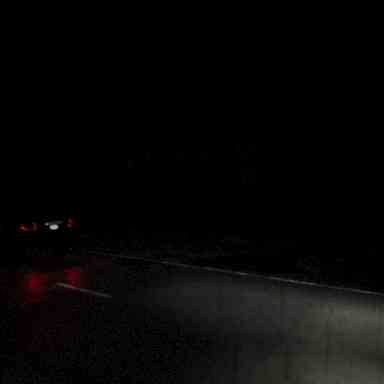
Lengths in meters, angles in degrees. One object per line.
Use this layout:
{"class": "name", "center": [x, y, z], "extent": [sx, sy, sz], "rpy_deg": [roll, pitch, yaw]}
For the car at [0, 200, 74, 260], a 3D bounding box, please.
{"class": "car", "center": [-7.066, 1.366, 13.331], "extent": [5.566, 2.045, 2.150], "rpy_deg": [-1, 0, 35]}
